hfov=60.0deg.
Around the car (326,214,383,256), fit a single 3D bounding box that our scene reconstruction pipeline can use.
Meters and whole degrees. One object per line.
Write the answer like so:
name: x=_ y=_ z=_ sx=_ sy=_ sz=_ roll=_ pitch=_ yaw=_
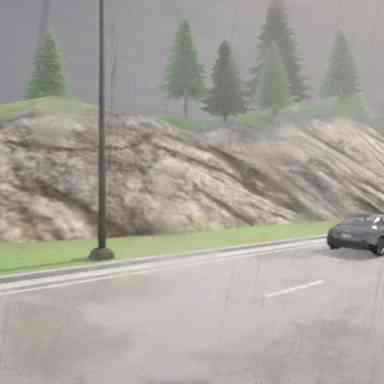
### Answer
car: x=7.234 y=1.561 z=13.210 sx=4.181 sy=1.385 sz=1.994 roll=0 pitch=0 yaw=-36
